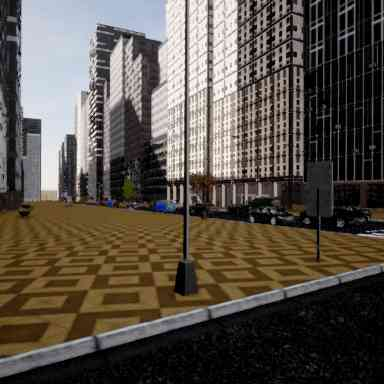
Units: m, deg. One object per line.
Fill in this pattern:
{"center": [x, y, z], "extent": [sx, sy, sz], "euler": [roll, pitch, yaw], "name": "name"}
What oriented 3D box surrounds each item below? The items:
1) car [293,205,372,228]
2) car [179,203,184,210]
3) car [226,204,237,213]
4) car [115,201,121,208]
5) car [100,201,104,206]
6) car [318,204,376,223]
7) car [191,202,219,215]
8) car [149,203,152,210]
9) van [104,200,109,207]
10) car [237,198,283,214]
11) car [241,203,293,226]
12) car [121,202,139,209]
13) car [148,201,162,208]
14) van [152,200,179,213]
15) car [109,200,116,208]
{"center": [9.997, 1.720, 23.956], "extent": [1.837, 1.490, 4.892], "euler": [0, -1, -28], "name": "car"}
{"center": [-3.127, 2.488, 58.304], "extent": [1.895, 1.301, 4.718], "euler": [0, -1, -25], "name": "car"}
{"center": [6.303, 2.168, 44.757], "extent": [1.947, 1.339, 4.313], "euler": [-1, -1, -26], "name": "car"}
{"center": [-13.396, 2.602, 66.287], "extent": [1.752, 1.417, 4.829], "euler": [-1, -1, -26], "name": "car"}
{"center": [-23.248, 3.053, 86.698], "extent": [1.887, 1.381, 4.507], "euler": [-1, -1, -26], "name": "car"}
{"center": [13.638, 1.854, 29.562], "extent": [2.008, 1.369, 4.403], "euler": [-1, -1, -26], "name": "car"}
{"center": [1.573, 2.060, 41.276], "extent": [1.837, 1.490, 4.892], "euler": [0, -1, -26], "name": "car"}
{"center": [-5.824, 2.423, 56.818], "extent": [2.033, 1.411, 5.357], "euler": [0, -1, -26], "name": "car"}
{"center": [-18.362, 2.635, 76.571], "extent": [1.690, 1.788, 3.998], "euler": [-1, -1, -26], "name": "van"}
{"center": [7.602, 1.663, 36.159], "extent": [2.150, 2.045, 5.566], "euler": [0, -1, -26], "name": "car"}
{"center": [6.092, 1.813, 25.919], "extent": [2.008, 1.369, 4.403], "euler": [-1, -1, -26], "name": "car"}
{"center": [-11.024, 2.525, 61.374], "extent": [2.008, 1.369, 4.403], "euler": [-1, -1, -26], "name": "car"}
{"center": [-8.366, 2.809, 75.147], "extent": [1.802, 1.307, 4.206], "euler": [-1, -1, -26], "name": "car"}
{"center": [-3.693, 2.005, 46.183], "extent": [1.690, 1.788, 3.998], "euler": [-1, -1, -26], "name": "van"}
{"center": [-15.914, 2.731, 71.505], "extent": [1.887, 1.381, 4.507], "euler": [-1, -1, -26], "name": "car"}
